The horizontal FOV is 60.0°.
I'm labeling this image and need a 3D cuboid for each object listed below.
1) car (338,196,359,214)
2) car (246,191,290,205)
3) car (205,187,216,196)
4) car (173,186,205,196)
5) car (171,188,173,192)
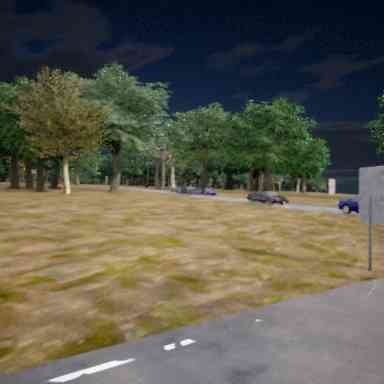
[{"bbox_3d":[13.678,1.041,25.394,1.882,1.535,5.008,2,2,-28],"label":"car"},{"bbox_3d":[8.116,0.598,36.061,2.033,1.411,5.357,2,2,-27],"label":"car"},{"bbox_3d":[2.217,-0.095,54.247,1.994,1.385,4.181,2,2,-27],"label":"car"},{"bbox_3d":[-0.499,-0.198,52.760,2.033,1.411,5.357,2,2,-27],"label":"car"},{"bbox_3d":[-2.364,-0.521,62.934,1.994,1.385,4.181,2,2,-28],"label":"car"}]
